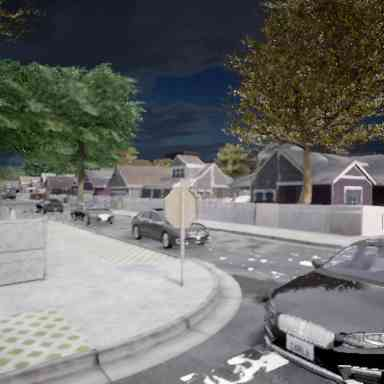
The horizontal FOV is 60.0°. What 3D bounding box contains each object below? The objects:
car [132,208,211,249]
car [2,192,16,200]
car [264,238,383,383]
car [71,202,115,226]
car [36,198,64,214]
[{"bbox_3d":[-1.082,1.512,14.874,1.837,1.490,4.892,1,0,-33],"label":"car"},{"bbox_3d":[-43.230,0.914,78.943,2.150,2.045,5.566,1,0,-36],"label":"car"},{"bbox_3d":[3.233,1.537,5.253,4.902,1.511,2.128,0,0,-36],"label":"car"},{"bbox_3d":[-7.024,1.448,23.311,2.128,1.511,4.902,1,0,-35],"label":"car"},{"bbox_3d":[-14.468,1.373,33.760,1.882,1.535,5.008,1,0,-35],"label":"car"}]
